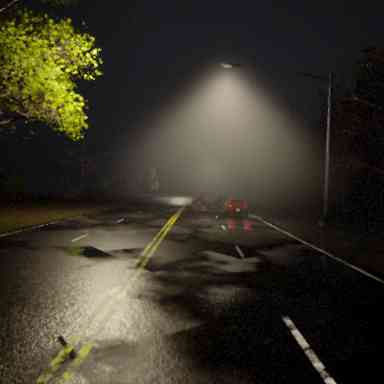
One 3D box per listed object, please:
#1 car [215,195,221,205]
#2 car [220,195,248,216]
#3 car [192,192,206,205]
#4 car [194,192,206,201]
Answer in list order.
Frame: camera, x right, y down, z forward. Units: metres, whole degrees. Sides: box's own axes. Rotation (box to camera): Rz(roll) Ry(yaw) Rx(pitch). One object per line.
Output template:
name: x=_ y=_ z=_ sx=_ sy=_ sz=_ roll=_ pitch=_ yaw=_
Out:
car: x=4.211 y=1.087 z=46.220 sx=1.994 sy=1.385 sz=4.181 roll=2 pitch=1 yaw=3
car: x=3.812 y=1.274 z=29.326 sx=1.812 sy=1.442 sz=4.674 roll=2 pitch=0 yaw=1
car: x=1.017 y=1.034 z=45.652 sx=1.895 sy=1.301 sz=4.718 roll=2 pitch=1 yaw=1
car: x=1.408 y=0.742 z=59.195 sx=2.033 sy=1.411 sz=5.357 roll=2 pitch=0 yaw=2
